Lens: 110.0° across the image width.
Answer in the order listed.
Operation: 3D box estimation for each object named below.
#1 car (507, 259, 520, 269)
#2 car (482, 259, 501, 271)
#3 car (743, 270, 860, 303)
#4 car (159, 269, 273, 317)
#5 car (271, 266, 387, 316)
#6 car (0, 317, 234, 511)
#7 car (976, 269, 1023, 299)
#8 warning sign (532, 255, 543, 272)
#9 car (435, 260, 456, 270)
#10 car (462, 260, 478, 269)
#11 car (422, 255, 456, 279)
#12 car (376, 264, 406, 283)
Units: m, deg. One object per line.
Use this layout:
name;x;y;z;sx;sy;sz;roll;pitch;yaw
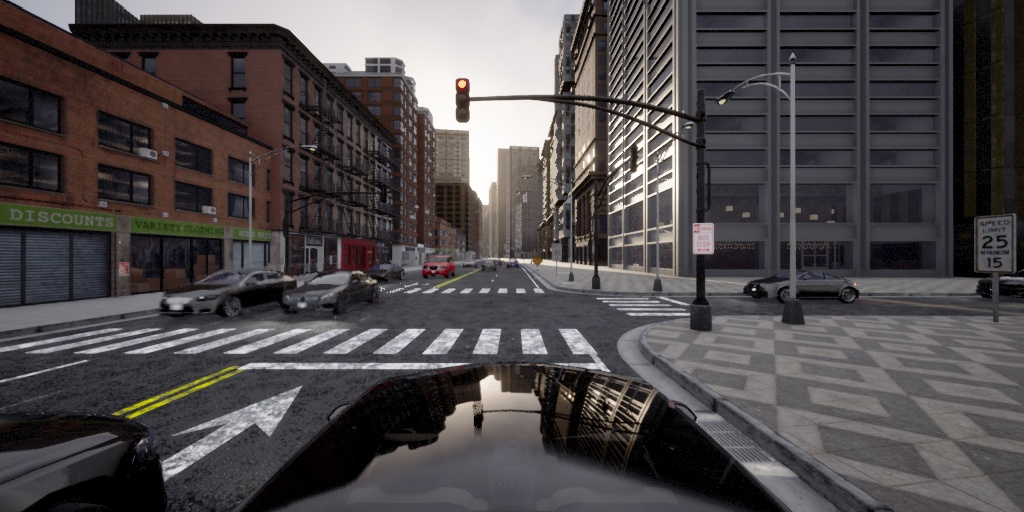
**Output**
car;0.160;1.243;57.357;1.812;1.442;4.674;0;0;1
car;-3.050;1.217;48.996;2.128;1.511;4.902;0;0;0
car;12.892;1.328;16.139;4.181;1.385;1.994;0;0;0
car;-9.826;1.243;12.955;2.128;1.511;4.902;0;0;0
car;-6.574;1.276;13.571;1.812;1.442;4.674;0;0;0
car;-3.153;1.241;0.283;2.128;1.511;4.902;0;0;0
car;24.072;1.247;16.067;5.008;1.535;1.882;0;0;0
warning sign;2.934;0.848;41.273;1.300;1.860;1.060;0;0;0
car;-9.721;1.269;52.730;2.033;1.411;5.357;0;0;0
car;-6.452;1.284;55.648;1.994;1.385;4.181;0;0;1
car;-6.536;0.962;32.638;2.150;2.045;5.566;0;0;0
car;-9.795;1.292;27.732;2.033;1.411;5.357;0;0;0
